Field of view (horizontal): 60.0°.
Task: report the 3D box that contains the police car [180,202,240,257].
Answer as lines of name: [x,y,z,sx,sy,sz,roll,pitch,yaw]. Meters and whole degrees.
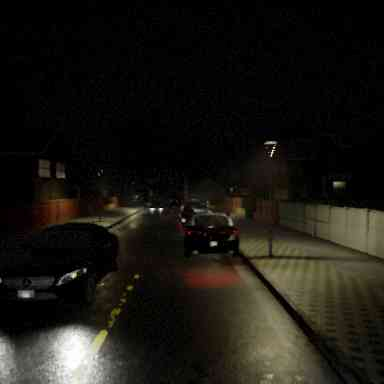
police car: [0.617,1.431,13.106,1.930,1.638,5.238,0,0,-2]

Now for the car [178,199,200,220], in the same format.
car: [0.216,1.502,23.036,1.882,1.535,5.008,0,0,-3]

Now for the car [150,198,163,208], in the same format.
car: [-5.231,1.666,49.644,2.033,1.411,5.357,0,0,-4]

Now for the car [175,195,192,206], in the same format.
car: [-0.127,1.392,29.026,2.097,1.767,4.553,0,0,-4]

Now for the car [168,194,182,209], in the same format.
car: [-2.218,1.330,47.718,2.150,2.045,5.566,0,0,-4]

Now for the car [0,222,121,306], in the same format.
car: [-2.970,1.530,8.179,1.812,1.442,4.674,0,0,-1]

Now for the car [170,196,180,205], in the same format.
car: [-3.363,1.636,64.331,1.882,1.535,5.008,0,0,-4]
